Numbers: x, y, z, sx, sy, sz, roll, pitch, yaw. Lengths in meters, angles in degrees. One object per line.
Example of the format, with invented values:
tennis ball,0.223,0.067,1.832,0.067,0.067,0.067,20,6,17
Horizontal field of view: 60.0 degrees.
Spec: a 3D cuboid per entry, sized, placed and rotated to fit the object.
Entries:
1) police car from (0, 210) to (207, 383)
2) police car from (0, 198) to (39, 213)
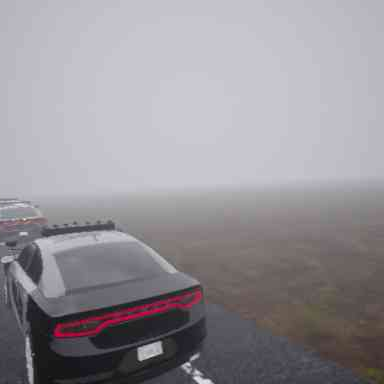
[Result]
police car,-1.831,1.305,5.365,1.930,1.638,5.238,-3,2,-33
police car,-7.255,1.214,13.725,1.930,1.638,5.238,-3,2,-33
